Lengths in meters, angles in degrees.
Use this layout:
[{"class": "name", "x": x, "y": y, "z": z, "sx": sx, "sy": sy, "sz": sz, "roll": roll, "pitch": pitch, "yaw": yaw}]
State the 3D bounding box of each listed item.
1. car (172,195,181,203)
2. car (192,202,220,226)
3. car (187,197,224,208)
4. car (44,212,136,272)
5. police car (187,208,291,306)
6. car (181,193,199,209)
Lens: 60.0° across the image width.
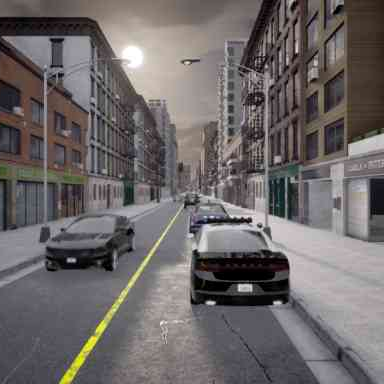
[{"class": "car", "x": -2.954, "y": 1.420, "z": 68.463, "sx": 2.128, "sy": 1.511, "sz": 4.902, "roll": 0, "pitch": 0, "yaw": 0}, {"class": "car", "x": 0.916, "y": 1.520, "z": 24.123, "sx": 1.812, "sy": 1.442, "sz": 4.674, "roll": 0, "pitch": 0, "yaw": 0}, {"class": "car", "x": 0.911, "y": 1.348, "z": 18.094, "sx": 2.097, "sy": 1.767, "sz": 4.553, "roll": 0, "pitch": 0, "yaw": 0}, {"class": "car", "x": -3.094, "y": 1.476, "z": 11.040, "sx": 1.882, "sy": 1.535, "sz": 5.008, "roll": 0, "pitch": 0, "yaw": 0}, {"class": "police car", "x": 0.905, "y": 1.424, "z": 8.233, "sx": 1.930, "sy": 1.638, "sz": 5.238, "roll": 0, "pitch": 0, "yaw": 0}, {"class": "car", "x": 0.034, "y": 1.196, "z": 45.215, "sx": 2.150, "sy": 2.045, "sz": 5.566, "roll": 0, "pitch": 0, "yaw": 0}]
